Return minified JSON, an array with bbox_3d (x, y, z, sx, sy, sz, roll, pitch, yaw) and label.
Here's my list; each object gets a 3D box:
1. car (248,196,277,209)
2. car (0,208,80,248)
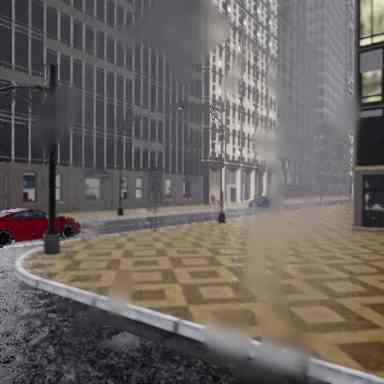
[{"bbox_3d":[8.465,1.232,39.802,1.812,1.442,4.674,1,0,37],"label":"car"},{"bbox_3d":[-6.893,1.380,14.032,1.994,1.385,4.181,1,1,37],"label":"car"}]
